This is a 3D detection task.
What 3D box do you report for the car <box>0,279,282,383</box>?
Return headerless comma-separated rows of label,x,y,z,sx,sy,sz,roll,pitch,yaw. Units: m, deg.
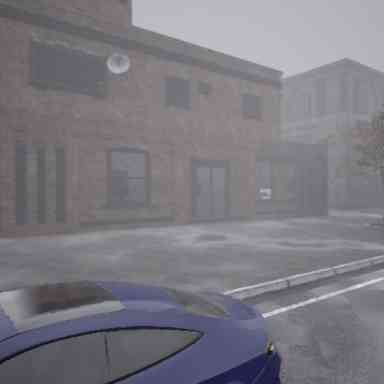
car,-1.294,1.525,2.470,4.674,1.442,1.812,0,0,-35
